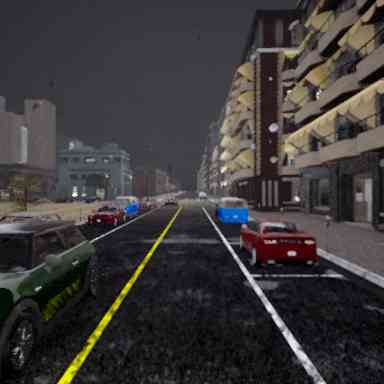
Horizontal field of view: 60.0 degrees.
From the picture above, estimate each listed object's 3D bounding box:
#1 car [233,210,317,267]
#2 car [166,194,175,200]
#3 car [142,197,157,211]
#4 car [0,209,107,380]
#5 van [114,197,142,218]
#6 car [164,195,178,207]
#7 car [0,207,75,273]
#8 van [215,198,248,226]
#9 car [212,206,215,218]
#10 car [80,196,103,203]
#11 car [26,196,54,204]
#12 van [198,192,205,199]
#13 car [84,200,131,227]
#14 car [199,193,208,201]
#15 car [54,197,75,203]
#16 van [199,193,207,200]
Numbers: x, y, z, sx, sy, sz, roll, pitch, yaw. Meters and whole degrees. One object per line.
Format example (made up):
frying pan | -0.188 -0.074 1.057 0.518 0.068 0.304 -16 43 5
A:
car | 2.699 1.522 11.217 1.887 1.381 4.507 1 0 0
car | -5.696 1.277 88.701 1.887 1.381 4.507 1 0 0
car | -5.653 1.344 39.411 1.967 1.590 4.097 1 0 0
car | -3.100 1.341 5.483 2.097 1.767 4.553 0 0 0
van | -5.649 1.277 28.119 1.690 1.788 3.998 1 0 0
car | -3.010 1.479 48.566 1.994 1.385 4.181 0 0 0
car | -5.648 1.417 11.182 1.967 1.590 4.097 1 0 0
van | 2.700 1.291 22.507 1.690 1.788 3.998 1 0 0
car | 2.695 1.501 28.154 1.947 1.339 4.313 1 0 0
car | -19.730 1.522 65.368 4.403 1.369 2.008 0 0 1
car | -26.388 1.343 56.820 4.097 1.590 1.967 0 0 1
van | 2.686 1.051 94.319 1.690 1.788 3.998 1 0 0
car | -5.651 1.495 22.473 1.887 1.381 4.507 1 0 0
car | 2.687 1.326 77.578 2.008 1.369 4.403 1 0 0
car | -25.212 1.563 65.443 4.313 1.339 1.947 0 0 1
van | 2.688 1.095 83.157 1.690 1.788 3.998 1 0 0
